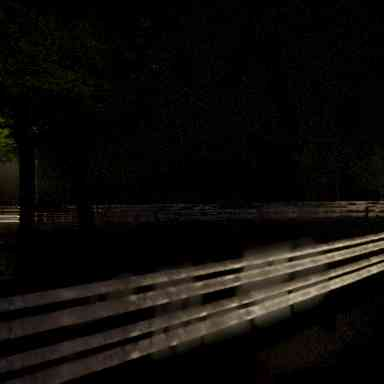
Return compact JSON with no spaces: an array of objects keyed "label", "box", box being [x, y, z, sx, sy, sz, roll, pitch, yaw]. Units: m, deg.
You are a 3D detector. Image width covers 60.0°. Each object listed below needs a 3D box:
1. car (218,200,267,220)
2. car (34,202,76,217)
[{"label":"car","box":[5.692,1.986,37.796,5.566,2.045,2.150,-1,0,1]},{"label":"car","box":[-15.880,2.197,38.137,5.566,2.045,2.150,0,0,1]}]
